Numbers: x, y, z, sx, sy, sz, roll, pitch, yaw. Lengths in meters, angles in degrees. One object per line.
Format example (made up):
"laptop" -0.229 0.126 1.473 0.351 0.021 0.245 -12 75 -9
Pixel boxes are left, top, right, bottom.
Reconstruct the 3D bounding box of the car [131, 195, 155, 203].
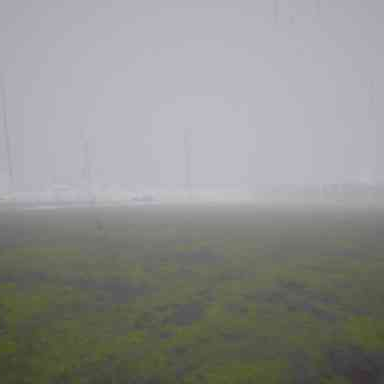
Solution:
"car" -9.840 1.274 67.181 2.033 1.411 5.357 1 0 34
